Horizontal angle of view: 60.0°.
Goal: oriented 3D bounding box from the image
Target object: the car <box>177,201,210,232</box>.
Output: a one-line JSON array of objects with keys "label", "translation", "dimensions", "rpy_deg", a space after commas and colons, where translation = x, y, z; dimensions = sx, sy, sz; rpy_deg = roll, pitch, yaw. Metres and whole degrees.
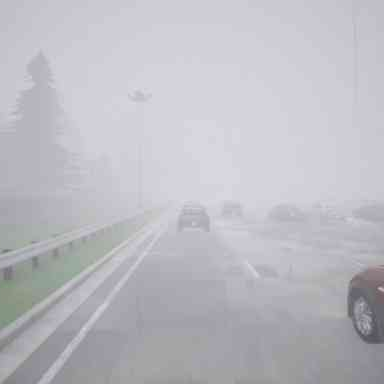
[{"label": "car", "translation": [0.102, 1.525, 20.473], "dimensions": [2.128, 1.511, 4.902], "rpy_deg": [0, 0, 0]}]

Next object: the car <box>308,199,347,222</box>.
[{"label": "car", "translation": [10.608, 1.568, 26.439], "dimensions": [1.812, 1.442, 4.674], "rpy_deg": [0, 0, 0]}]

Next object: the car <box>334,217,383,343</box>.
[{"label": "car", "translation": [3.600, 1.358, 3.623], "dimensions": [2.097, 1.767, 4.553], "rpy_deg": [0, 0, 0]}]

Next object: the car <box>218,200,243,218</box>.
[{"label": "car", "translation": [3.607, 1.557, 31.293], "dimensions": [1.837, 1.490, 4.892], "rpy_deg": [0, 0, 0]}]

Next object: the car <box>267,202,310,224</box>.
[{"label": "car", "translation": [7.105, 1.605, 25.404], "dimensions": [1.994, 1.385, 4.181], "rpy_deg": [0, 0, 0]}]

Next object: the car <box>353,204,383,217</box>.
[{"label": "car", "translation": [14.105, 1.605, 25.490], "dimensions": [1.994, 1.385, 4.181], "rpy_deg": [0, 0, 0]}]

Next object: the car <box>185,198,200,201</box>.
[{"label": "car", "translation": [0.109, 1.552, 45.536], "dimensions": [1.882, 1.535, 5.008], "rpy_deg": [0, 0, 0]}]

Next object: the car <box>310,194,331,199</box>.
[{"label": "car", "translation": [22.934, 1.309, 59.791], "dimensions": [3.866, 1.878, 1.905], "rpy_deg": [0, 0, 0]}]
